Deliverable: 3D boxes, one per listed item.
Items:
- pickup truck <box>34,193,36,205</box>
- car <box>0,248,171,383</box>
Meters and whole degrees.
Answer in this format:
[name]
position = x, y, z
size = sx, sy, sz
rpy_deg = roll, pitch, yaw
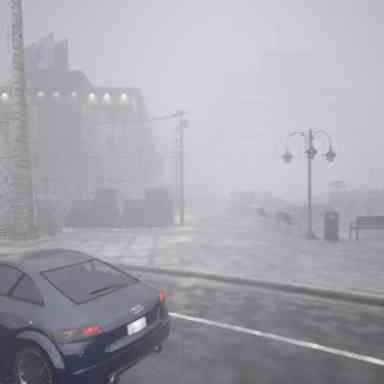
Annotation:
[pickup truck]
position = -13.329, 1.140, 29.855
size = 2.390, 2.098, 6.274
rpy_deg = -1, 0, -4
[car]
position = -2.397, 1.571, 4.933
size = 4.181, 1.385, 1.994
rpy_deg = 0, 0, 29
